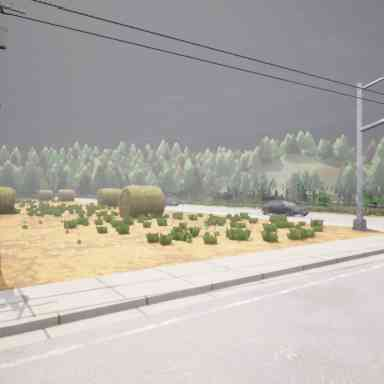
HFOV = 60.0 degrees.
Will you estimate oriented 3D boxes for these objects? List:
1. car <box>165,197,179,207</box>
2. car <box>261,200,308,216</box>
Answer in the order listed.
[{"bbox_3d":[-3.680,1.456,48.888,2.128,1.511,4.902,0,0,-32],"label":"car"},{"bbox_3d":[8.327,1.491,30.164,1.812,1.442,4.674,0,0,-33],"label":"car"}]
